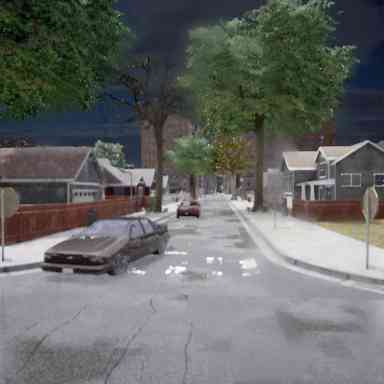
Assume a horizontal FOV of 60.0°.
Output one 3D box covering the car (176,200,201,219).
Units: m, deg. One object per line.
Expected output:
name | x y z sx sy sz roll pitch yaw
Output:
car | -0.220 1.404 28.453 1.882 1.535 5.008 0 0 4

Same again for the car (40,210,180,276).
car | -2.291 1.521 10.627 2.033 1.411 5.357 0 0 16
